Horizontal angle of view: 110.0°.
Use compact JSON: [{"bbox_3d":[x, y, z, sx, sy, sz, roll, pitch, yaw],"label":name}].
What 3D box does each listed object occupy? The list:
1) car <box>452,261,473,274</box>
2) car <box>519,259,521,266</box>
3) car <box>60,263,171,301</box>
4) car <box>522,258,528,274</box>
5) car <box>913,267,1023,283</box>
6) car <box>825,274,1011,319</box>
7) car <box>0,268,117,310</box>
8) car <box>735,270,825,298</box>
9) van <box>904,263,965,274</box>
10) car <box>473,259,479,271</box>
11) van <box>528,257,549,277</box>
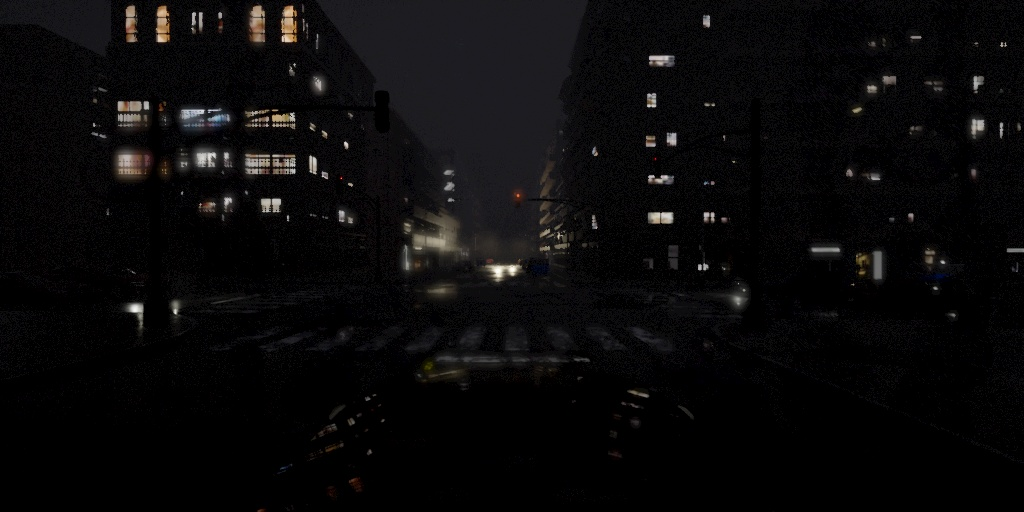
[{"bbox_3d":[-5.888,1.355,41.490,1.802,1.307,4.207,0,0,0],"label":"car"},{"bbox_3d":[2.615,1.248,58.012,1.967,1.591,4.097,0,0,0],"label":"car"},{"bbox_3d":[-18.007,1.084,15.794,5.008,1.535,1.882,1,0,0],"label":"car"},{"bbox_3d":[2.678,1.088,41.451,2.192,1.841,5.009,0,0,0],"label":"car"},{"bbox_3d":[24.865,1.515,18.981,4.892,1.490,1.837,1,0,0],"label":"car"},{"bbox_3d":[14.696,1.497,13.194,4.507,1.381,1.888,0,0,0],"label":"car"},{"bbox_3d":[-17.756,1.214,13.212,4.207,1.307,1.802,0,0,0],"label":"car"},{"bbox_3d":[14.955,1.452,18.987,5.357,1.411,2.033,1,0,0],"label":"car"},{"bbox_3d":[26.070,1.341,21.558,3.998,1.789,1.690,0,0,0],"label":"van"},{"bbox_3d":[-5.896,1.349,47.012,1.948,1.339,4.313,0,0,0],"label":"car"},{"bbox_3d":[2.774,1.106,35.954,1.690,1.789,3.998,0,0,0],"label":"van"}]
